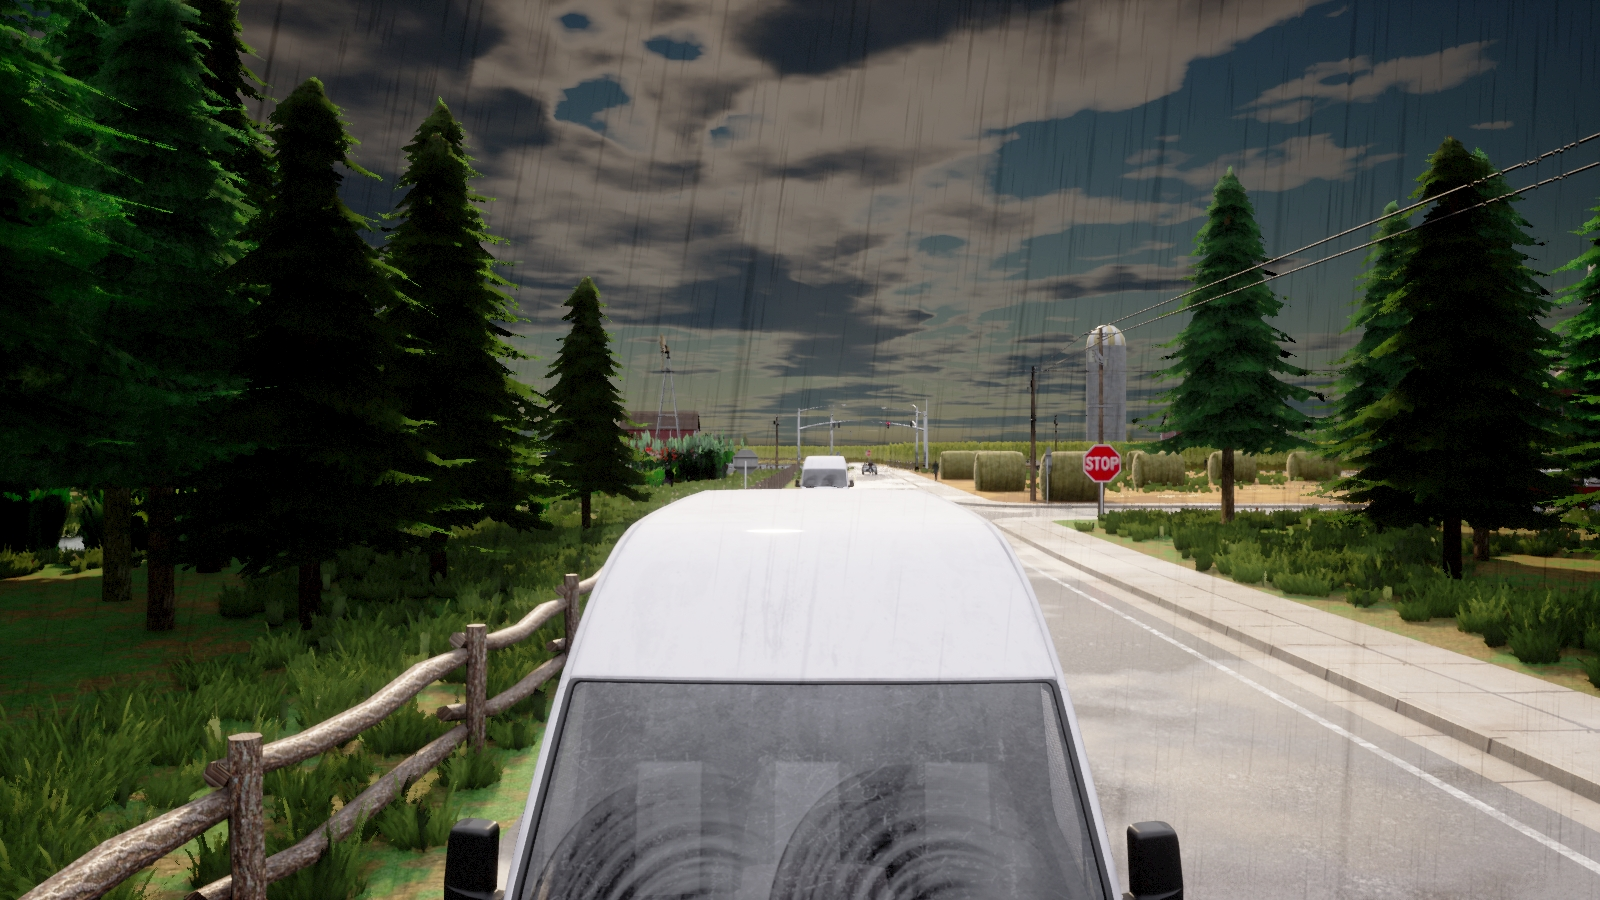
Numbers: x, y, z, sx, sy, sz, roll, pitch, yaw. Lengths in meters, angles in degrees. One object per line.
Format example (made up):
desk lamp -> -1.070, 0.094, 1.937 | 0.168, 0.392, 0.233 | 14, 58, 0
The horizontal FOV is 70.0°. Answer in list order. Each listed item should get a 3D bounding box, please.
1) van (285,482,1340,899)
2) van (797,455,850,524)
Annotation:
van -> 0.056, 1.508, 5.110 | 1.988, 2.561, 5.915 | 0, 0, 1
van -> 1.012, 1.501, 45.969 | 1.988, 2.561, 5.915 | 0, 0, 2
